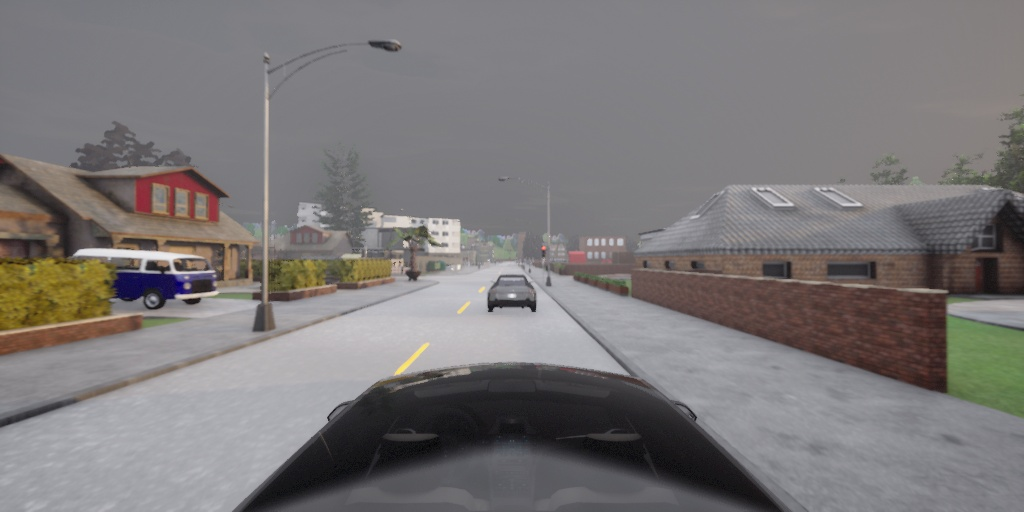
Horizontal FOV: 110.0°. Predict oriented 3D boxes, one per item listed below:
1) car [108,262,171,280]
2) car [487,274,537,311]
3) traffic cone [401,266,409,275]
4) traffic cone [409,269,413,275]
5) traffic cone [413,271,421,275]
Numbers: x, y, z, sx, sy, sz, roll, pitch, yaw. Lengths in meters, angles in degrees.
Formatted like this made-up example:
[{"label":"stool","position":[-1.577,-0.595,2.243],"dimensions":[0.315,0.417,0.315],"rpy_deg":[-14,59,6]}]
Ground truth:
[{"label":"car","position":[-43.214,1.691,41.616],"dimensions":[4.892,1.490,1.837],"rpy_deg":[0,-1,0]},{"label":"car","position":[0.014,1.464,15.266],"dimensions":[1.994,1.385,4.181],"rpy_deg":[0,-1,0]},{"label":"traffic cone","position":[-15.755,2.123,52.884],"dimensions":[0.344,0.586,0.344],"rpy_deg":[0,0,0]},{"label":"traffic cone","position":[-15.394,2.126,53.454],"dimensions":[0.344,0.586,0.344],"rpy_deg":[0,0,0]},{"label":"traffic cone","position":[-14.395,2.162,54.494],"dimensions":[0.344,0.586,0.344],"rpy_deg":[0,0,0]}]
